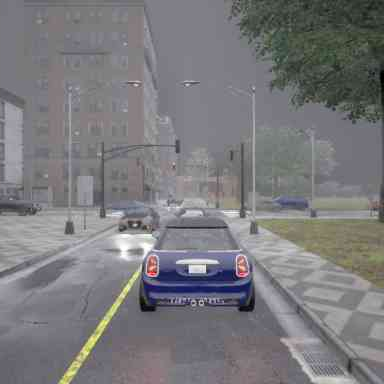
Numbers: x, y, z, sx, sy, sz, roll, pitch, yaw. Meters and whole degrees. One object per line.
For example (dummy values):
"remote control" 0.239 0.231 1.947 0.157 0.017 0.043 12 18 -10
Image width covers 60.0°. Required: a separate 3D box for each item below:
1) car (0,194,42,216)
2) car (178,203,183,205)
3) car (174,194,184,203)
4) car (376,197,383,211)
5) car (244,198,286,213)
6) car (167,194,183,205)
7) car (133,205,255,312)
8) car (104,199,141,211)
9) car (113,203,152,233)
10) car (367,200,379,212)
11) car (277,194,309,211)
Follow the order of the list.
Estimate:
"car" -17.138 1.190 31.125 5.566 2.045 2.150 0 -1 0
"car" 0.017 1.537 17.558 1.812 1.442 4.674 0 0 1
"car" -2.928 1.374 76.126 2.150 2.045 5.566 0 0 0
"car" 25.601 1.462 41.198 4.553 1.767 2.097 0 -1 0
"car" 7.967 1.619 37.675 4.181 1.385 1.994 0 -1 -4
"car" -2.985 1.298 55.739 2.150 2.045 5.566 0 0 -2
"car" 0.093 1.355 7.885 2.097 1.767 4.553 0 0 0
"car" -8.239 1.628 41.093 5.357 1.411 2.033 0 -1 0
"car" -3.042 1.578 19.804 1.994 1.385 4.181 0 0 1
"car" 23.099 1.296 37.945 5.566 2.045 2.150 0 -1 0
"car" 11.599 1.317 41.178 5.566 2.045 2.150 0 -1 0
